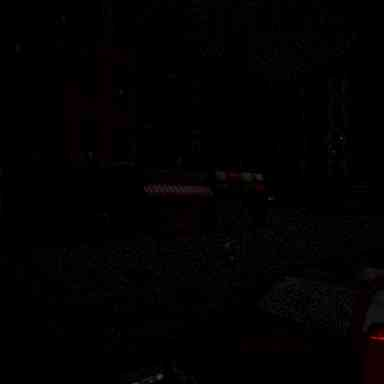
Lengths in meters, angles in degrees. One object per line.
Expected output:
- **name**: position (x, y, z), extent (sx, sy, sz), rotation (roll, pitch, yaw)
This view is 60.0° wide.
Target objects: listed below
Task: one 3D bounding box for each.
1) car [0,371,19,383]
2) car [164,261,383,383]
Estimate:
- **car**: position (-2.755, 1.564, 0.846), extent (4.313, 1.339, 1.947), rotation (0, 0, -36)
- **car**: position (1.681, 1.586, 4.014), extent (4.206, 1.307, 1.802), rotation (0, 0, -36)
